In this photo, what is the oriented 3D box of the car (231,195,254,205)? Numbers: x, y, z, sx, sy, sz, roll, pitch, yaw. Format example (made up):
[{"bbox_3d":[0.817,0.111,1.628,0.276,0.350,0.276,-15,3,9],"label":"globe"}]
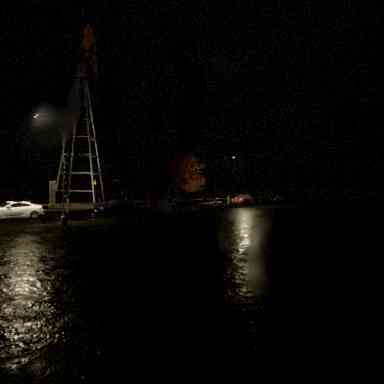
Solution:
[{"bbox_3d":[8.262,1.204,54.339,2.097,1.767,4.553,1,1,38],"label":"car"}]

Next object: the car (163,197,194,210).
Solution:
[{"bbox_3d":[-1.638,1.375,41.828,1.812,1.442,4.674,1,1,38],"label":"car"}]

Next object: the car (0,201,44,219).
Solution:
[{"bbox_3d":[-13.944,1.442,25.804,1.812,1.442,4.674,1,1,39],"label":"car"}]

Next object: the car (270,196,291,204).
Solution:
[{"bbox_3d":[15.894,1.357,59.354,2.033,1.411,5.357,1,1,40],"label":"car"}]

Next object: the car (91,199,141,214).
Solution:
[{"bbox_3d":[-7.627,1.429,34.057,2.033,1.411,5.357,1,1,37],"label":"car"}]
